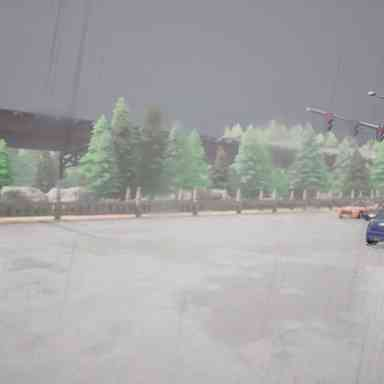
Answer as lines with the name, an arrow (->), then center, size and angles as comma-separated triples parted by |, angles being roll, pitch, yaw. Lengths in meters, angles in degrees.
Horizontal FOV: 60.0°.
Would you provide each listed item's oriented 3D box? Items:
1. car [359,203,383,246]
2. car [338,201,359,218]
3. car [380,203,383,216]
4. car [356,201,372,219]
car -> 9.916, 1.537, 15.124 | 4.553, 1.767, 2.097 | 1, 0, -36
car -> 16.454, 1.710, 32.893 | 4.553, 1.767, 2.097 | 1, 0, -35
car -> 23.440, 2.016, 37.793 | 4.181, 1.385, 1.994 | 1, 0, -36
car -> 16.712, 1.825, 28.764 | 4.902, 1.511, 2.128 | 1, 0, -36
